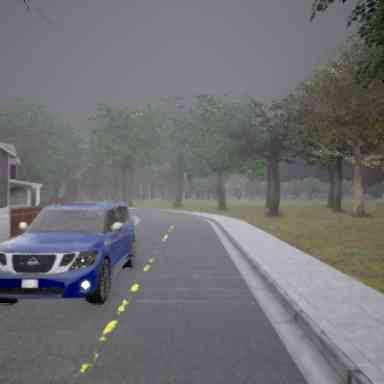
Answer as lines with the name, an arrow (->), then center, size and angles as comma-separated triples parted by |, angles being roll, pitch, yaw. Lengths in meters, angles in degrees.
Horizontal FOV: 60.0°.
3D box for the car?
car -> -2.849, 1.276, 8.613 | 2.150, 2.045, 5.566 | 0, 0, 0
